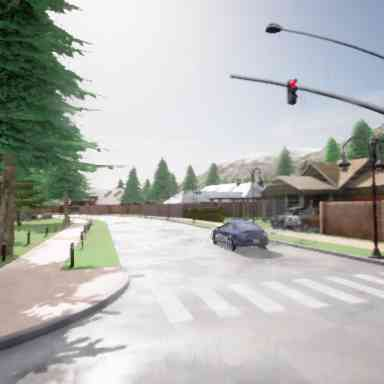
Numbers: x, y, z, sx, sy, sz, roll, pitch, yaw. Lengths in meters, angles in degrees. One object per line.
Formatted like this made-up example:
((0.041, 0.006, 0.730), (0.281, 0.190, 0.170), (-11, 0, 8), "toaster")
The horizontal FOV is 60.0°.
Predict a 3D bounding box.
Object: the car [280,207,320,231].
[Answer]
((9.832, 2.125, 26.513), (4.605, 1.855, 1.932), (0, -2, -15), "car")

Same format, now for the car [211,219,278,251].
((2.437, 2.207, 17.586), (1.812, 1.442, 4.674), (0, -2, -14), "car")

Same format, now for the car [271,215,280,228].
((8.799, 2.234, 28.835), (3.866, 1.878, 1.905), (0, -2, -15), "car")
